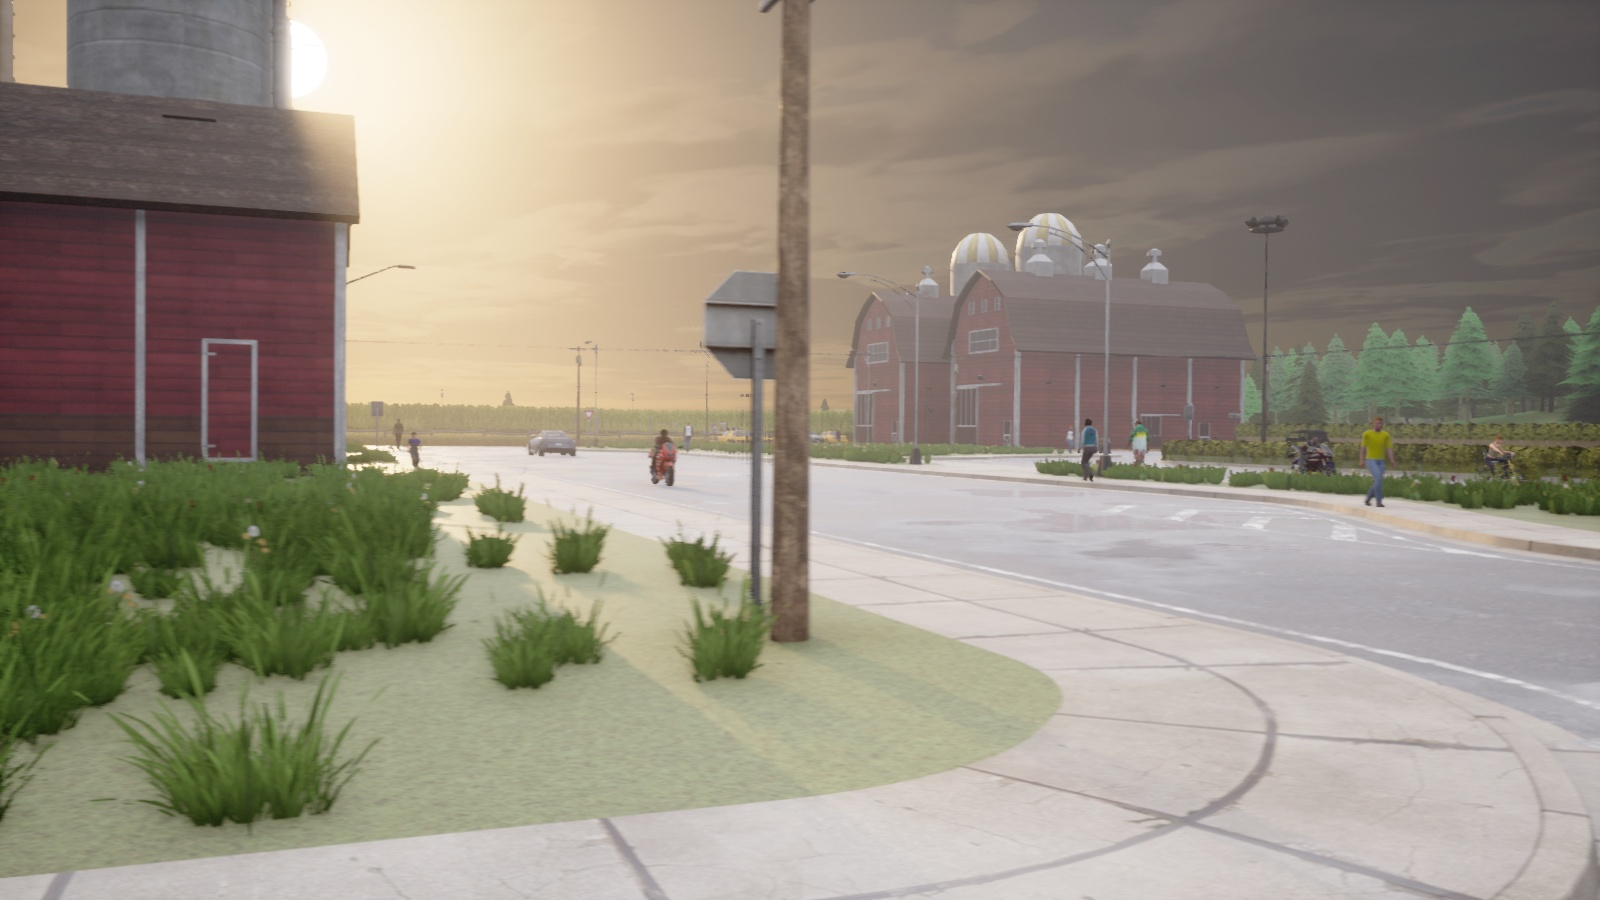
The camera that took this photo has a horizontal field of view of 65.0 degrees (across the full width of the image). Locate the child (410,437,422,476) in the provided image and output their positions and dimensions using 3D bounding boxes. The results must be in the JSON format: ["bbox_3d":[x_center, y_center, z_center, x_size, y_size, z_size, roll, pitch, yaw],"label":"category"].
[{"bbox_3d":[-12.314,0.208,40.254,0.270,1.263,0.437,-1,1,-26],"label":"child"}]

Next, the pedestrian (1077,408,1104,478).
[{"bbox_3d":[8.141,-0.207,35.195,0.396,1.930,0.692,-1,1,-22],"label":"pedestrian"}]

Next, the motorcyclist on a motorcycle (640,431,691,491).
[{"bbox_3d":[-3.573,0.279,33.198,0.797,1.523,2.044,-1,1,-22],"label":"motorcyclist on a motorcycle"}]

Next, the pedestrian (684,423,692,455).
[{"bbox_3d":[-6.487,-0.658,72.625,0.354,1.836,0.706,-1,1,-14],"label":"pedestrian"}]

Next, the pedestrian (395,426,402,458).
[{"bbox_3d":[-22.645,-0.455,70.859,0.328,1.805,0.869,-1,1,-18],"label":"pedestrian"}]

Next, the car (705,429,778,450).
[{"bbox_3d":[-4.596,-0.814,98.355,5.366,1.575,1.801,-1,1,-21],"label":"car"}]

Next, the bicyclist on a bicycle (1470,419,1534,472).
[{"bbox_3d":[21.917,-0.141,39.212,0.866,1.612,1.509,-1,1,-25],"label":"bicyclist on a bicycle"}]

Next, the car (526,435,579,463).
[{"bbox_3d":[-13.143,-0.079,66.536,1.994,1.385,4.181,-1,1,-22],"label":"car"}]

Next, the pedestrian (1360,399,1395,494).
[{"bbox_3d":[11.288,-0.069,24.567,0.354,1.836,0.706,-1,1,0],"label":"pedestrian"}]

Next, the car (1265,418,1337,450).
[{"bbox_3d":[30.080,-0.960,75.487,1.905,1.878,3.866,-1,1,-21],"label":"car"}]

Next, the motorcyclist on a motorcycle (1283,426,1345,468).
[{"bbox_3d":[19.007,-0.129,46.472,0.866,1.530,2.191,-1,1,-21],"label":"motorcyclist on a motorcycle"}]

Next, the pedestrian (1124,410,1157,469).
[{"bbox_3d":[11.342,-0.351,41.827,0.659,1.952,0.873,-1,1,-22],"label":"pedestrian"}]
